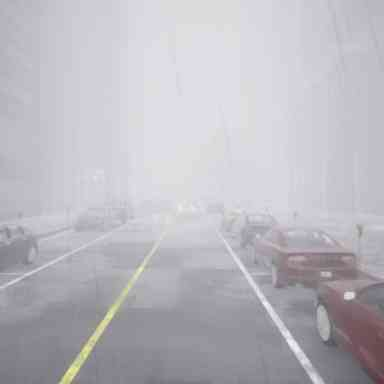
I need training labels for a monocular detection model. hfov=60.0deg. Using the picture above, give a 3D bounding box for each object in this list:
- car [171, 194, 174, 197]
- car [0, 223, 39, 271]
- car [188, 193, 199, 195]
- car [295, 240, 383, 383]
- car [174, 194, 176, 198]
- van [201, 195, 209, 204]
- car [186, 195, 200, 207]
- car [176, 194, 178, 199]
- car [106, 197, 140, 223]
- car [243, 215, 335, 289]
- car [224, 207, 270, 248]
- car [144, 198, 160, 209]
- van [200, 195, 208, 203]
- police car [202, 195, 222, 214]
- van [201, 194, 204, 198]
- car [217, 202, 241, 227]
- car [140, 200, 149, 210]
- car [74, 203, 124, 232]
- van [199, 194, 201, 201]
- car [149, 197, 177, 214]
[{"bbox_3d":[-5.782,1.692,76.325,1.752,1.417,4.829,0,0,0],"label":"car"},{"bbox_3d":[-5.766,1.566,9.070,2.008,1.369,4.403,0,0,0],"label":"car"},{"bbox_3d":[-0.018,1.237,74.647,2.150,2.045,5.566,0,0,0],"label":"car"},{"bbox_3d":[2.761,1.551,3.465,1.887,1.381,4.507,0,0,0],"label":"car"},{"bbox_3d":[-5.783,1.622,82.114,1.967,1.590,4.097,0,0,0],"label":"car"},{"bbox_3d":[2.744,1.493,70.886,1.690,1.788,3.998,0,0,0],"label":"van"},{"bbox_3d":[-0.012,1.633,53.095,1.812,1.442,4.674,0,0,0],"label":"car"},{"bbox_3d":[-5.786,1.765,93.351,2.008,1.369,4.403,0,0,0],"label":"car"},{"bbox_3d":[-5.770,1.361,25.926,2.192,1.841,5.009,0,0,0],"label":"car"},{"bbox_3d":[2.759,1.560,9.083,1.887,1.381,4.507,0,0,0],"label":"car"},{"bbox_3d":[2.758,1.576,14.695,2.008,1.369,4.403,0,0,0],"label":"car"},{"bbox_3d":[-5.775,1.621,48.231,1.752,1.417,4.829,0,0,0],"label":"car"},{"bbox_3d":[2.743,1.508,76.504,1.690,1.788,3.998,0,0,0],"label":"van"},{"bbox_3d":[2.357,1.492,35.720,1.930,1.638,5.238,0,0,0],"label":"police car"},{"bbox_3d":[2.748,1.451,54.030,1.690,1.788,3.998,0,0,0],"label":"van"},{"bbox_3d":[2.757,1.561,20.490,1.752,1.417,4.829,0,0,0],"label":"car"},{"bbox_3d":[-5.774,1.649,42.783,1.947,1.339,4.313,0,0,0],"label":"car"},{"bbox_3d":[-5.768,1.587,20.308,2.008,1.369,4.403,0,0,0],"label":"car"},{"bbox_3d":[2.746,1.478,65.267,1.690,1.788,3.998,0,0,0],"label":"van"},{"bbox_3d":[-3.106,1.616,36.364,2.033,1.411,5.357,0,0,0],"label":"car"}]
